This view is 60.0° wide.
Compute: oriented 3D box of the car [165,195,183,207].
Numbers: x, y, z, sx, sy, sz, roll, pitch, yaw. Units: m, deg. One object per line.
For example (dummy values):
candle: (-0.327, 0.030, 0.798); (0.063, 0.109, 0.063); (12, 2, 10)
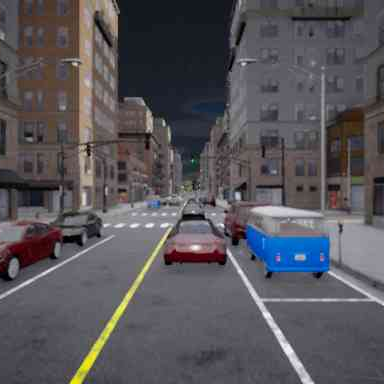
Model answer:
car: (-2.802, 1.632, 53.742); (1.837, 1.490, 4.892); (0, -1, 0)

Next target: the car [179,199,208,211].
car: (0.103, 1.627, 29.702); (1.994, 1.385, 4.181); (0, 0, 0)

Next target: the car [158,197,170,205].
car: (-5.391, 1.693, 63.659); (1.887, 1.381, 4.507); (0, 0, 0)

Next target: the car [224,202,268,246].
car: (2.640, 1.353, 15.476); (2.192, 1.841, 5.009); (0, 0, 0)

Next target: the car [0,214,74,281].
car: (-5.386, 1.570, 9.966); (1.887, 1.381, 4.507); (0, 0, 0)

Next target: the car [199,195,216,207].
car: (2.715, 1.438, 52.847); (2.192, 1.841, 5.009); (0, 0, 0)

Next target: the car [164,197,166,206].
car: (-5.393, 1.702, 58.253); (1.947, 1.339, 4.313); (0, 0, 0)

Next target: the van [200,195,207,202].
van: (2.695, 1.524, 79.879); (1.690, 1.788, 3.998); (0, 0, 0)

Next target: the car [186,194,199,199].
car: (0.015, 1.658, 72.231); (1.837, 1.490, 4.892); (0, 0, 0)

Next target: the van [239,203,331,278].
van: (2.639, 1.366, 9.964); (1.690, 1.788, 3.998); (0, 0, 0)

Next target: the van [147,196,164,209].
van: (-5.399, 1.453, 47.441); (1.690, 1.788, 3.998); (0, 0, 0)

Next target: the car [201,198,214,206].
car: (2.711, 1.686, 58.253); (2.008, 1.369, 4.403); (0, 0, 0)

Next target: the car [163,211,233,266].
car: (0.102, 1.593, 11.665); (1.994, 1.385, 4.181); (0, 0, 0)

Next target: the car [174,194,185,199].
car: (-2.736, 1.684, 69.093); (1.812, 1.442, 4.674); (0, 0, 0)

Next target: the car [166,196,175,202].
car: (-5.381, 1.746, 85.284); (2.008, 1.369, 4.403); (0, 0, 0)

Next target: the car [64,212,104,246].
car: (-5.385, 1.604, 15.477); (1.947, 1.339, 4.313); (0, 0, 0)

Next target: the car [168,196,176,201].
car: (-5.379, 1.773, 90.690); (1.947, 1.339, 4.313); (0, 0, 0)
